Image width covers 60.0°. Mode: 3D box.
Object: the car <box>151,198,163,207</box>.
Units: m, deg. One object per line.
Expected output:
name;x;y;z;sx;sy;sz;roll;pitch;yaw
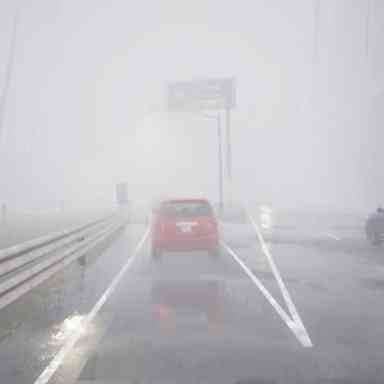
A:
car;-5.779;1.716;54.319;1.895;1.301;4.718;-1;0;-7

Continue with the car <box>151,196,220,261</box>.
car;-0.304;1.188;12.387;2.150;2.045;5.566;-1;0;-3

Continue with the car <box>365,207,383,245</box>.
car;8.045;1.105;11.571;2.150;2.045;5.566;-1;0;8
